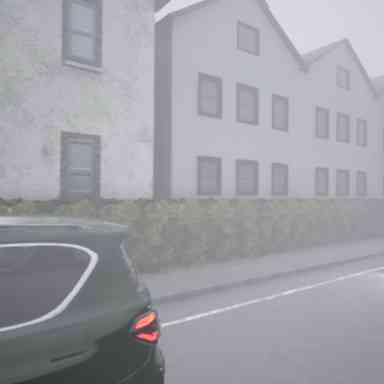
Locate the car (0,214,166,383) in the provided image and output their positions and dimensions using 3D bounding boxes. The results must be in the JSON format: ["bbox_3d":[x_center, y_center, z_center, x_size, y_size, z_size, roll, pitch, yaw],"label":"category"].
[{"bbox_3d":[-2.809,1.210,1.923,5.566,2.045,2.150,1,-1,-36],"label":"car"}]
